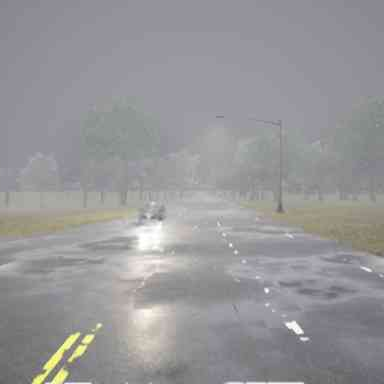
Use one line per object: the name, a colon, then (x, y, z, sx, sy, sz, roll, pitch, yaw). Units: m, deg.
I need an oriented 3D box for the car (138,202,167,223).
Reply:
car: (-3.210, 1.614, 27.698, 2.128, 1.511, 4.902, 0, 1, 2)
